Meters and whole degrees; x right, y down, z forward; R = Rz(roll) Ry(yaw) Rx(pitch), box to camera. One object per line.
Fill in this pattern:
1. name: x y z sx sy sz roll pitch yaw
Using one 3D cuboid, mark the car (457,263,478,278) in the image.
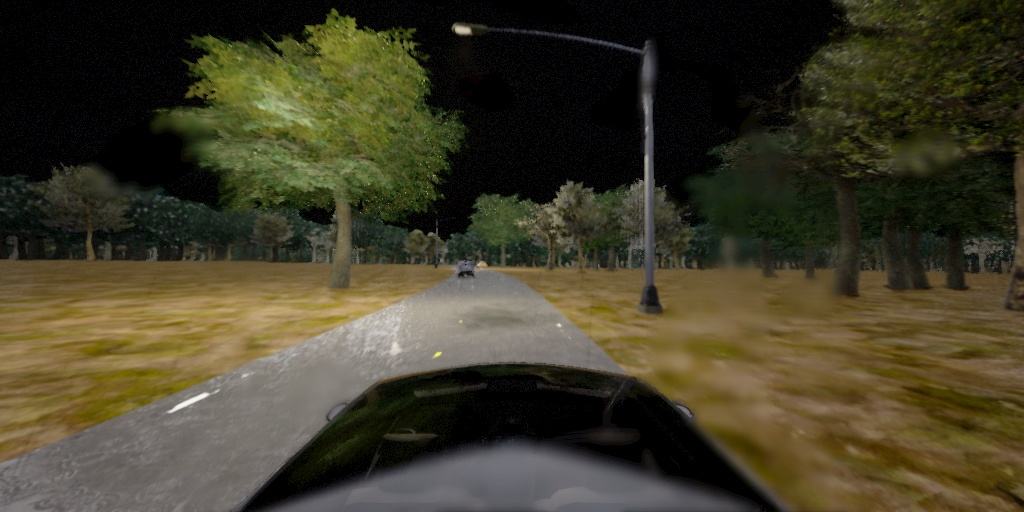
1. car: -5.005 1.727 39.497 1.895 1.301 4.718 0 -1 -6
